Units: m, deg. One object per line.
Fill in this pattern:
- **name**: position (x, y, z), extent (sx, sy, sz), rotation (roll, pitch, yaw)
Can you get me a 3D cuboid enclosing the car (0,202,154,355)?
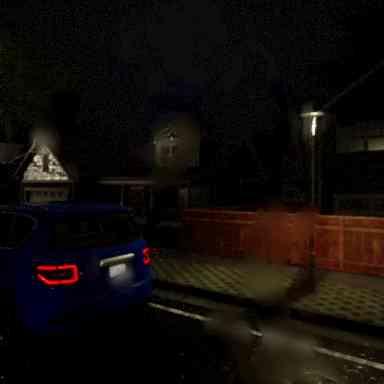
- **car**: position (-3.241, 1.201, 6.290), extent (5.566, 2.045, 2.150), rotation (0, 0, 35)
